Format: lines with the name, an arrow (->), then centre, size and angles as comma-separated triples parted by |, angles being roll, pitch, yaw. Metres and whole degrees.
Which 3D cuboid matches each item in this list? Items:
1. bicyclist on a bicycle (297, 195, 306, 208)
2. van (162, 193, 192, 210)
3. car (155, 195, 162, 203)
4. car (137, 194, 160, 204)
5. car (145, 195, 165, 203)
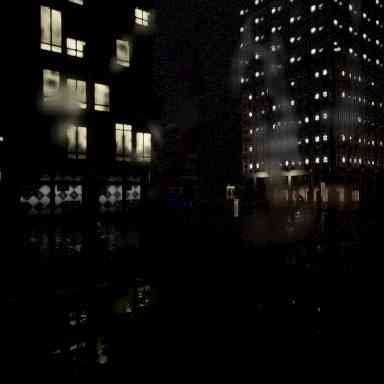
bicyclist on a bicycle -> 12.848, 1.118, 39.129 | 1.656, 1.620, 0.582 | -1, 1, -34
van -> -1.542, 1.210, 40.180 | 1.690, 1.788, 3.998 | 0, 0, -34
car -> -3.935, 1.035, 58.637 | 2.192, 1.841, 5.009 | 0, 0, -34
car -> -7.869, 1.204, 59.809 | 1.882, 1.535, 5.008 | -1, 1, -34
car -> -7.045, 1.238, 63.222 | 1.887, 1.381, 4.507 | 0, 0, -34
